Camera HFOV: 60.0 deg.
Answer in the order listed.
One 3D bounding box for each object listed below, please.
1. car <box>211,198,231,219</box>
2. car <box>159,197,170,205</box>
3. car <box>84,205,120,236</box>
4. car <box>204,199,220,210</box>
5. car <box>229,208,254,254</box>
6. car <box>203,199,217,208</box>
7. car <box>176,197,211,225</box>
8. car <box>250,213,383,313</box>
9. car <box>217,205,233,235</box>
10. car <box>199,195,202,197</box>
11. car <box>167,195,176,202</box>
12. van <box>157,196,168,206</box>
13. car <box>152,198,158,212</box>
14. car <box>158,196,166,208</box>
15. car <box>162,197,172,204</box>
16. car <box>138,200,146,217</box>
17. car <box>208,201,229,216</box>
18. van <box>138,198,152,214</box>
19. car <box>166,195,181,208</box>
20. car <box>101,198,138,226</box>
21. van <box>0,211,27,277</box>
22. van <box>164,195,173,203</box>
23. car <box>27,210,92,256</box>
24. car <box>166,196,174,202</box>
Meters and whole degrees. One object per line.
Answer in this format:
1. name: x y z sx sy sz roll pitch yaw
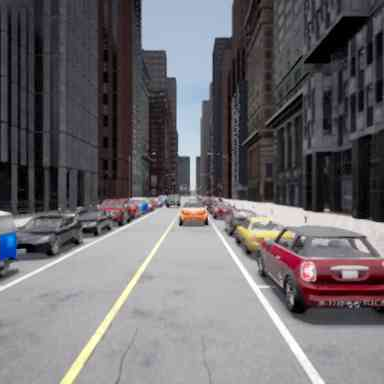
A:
1. car: 2.787 1.585 30.308 1.967 1.590 4.097 0 0 0
2. car: -5.703 1.860 69.592 1.752 1.417 4.829 0 0 0
3. car: -5.747 1.657 19.032 1.947 1.339 4.313 0 0 0
4. car: 2.802 1.771 47.217 1.887 1.381 4.507 0 0 0
5. car: 2.773 1.590 13.569 1.752 1.417 4.829 0 0 0
6. car: 2.807 1.819 52.853 1.947 1.339 4.313 0 0 0
7. car: 0.123 1.473 25.577 2.097 1.767 4.553 0 0 0
8. car: 2.767 1.478 7.764 1.967 1.590 4.097 0 0 0
9. car: 2.777 1.642 19.036 2.008 1.369 4.403 0 0 0
10. car: 2.817 1.748 64.125 1.967 1.590 4.097 0 0 0
11. car: -5.684 1.768 92.309 2.192 1.841 5.009 0 0 0
12. van: -5.709 1.649 64.126 1.690 1.788 3.998 0 0 0
13. car: -5.728 1.639 41.580 1.967 1.590 4.097 0 0 0
14. car: -5.718 1.693 52.853 1.967 1.590 4.097 0 0 0
15. car: -5.698 1.915 75.398 2.008 1.369 4.403 0 0 0
16. car: -5.738 1.690 30.306 1.887 1.381 4.507 0 0 0
17. car: 2.792 1.738 35.944 1.947 1.339 4.313 0 0 0
18. van: -5.733 1.513 35.943 1.690 1.788 3.998 0 0 0
19. car: -2.952 1.465 53.960 2.150 2.045 5.566 0 0 0
20. car: -5.743 1.433 24.670 2.192 1.841 5.009 0 0 0
21. van: -5.758 1.379 7.760 1.690 1.788 3.998 0 0 0
22. van: -5.694 1.735 81.036 1.690 1.788 3.998 0 0 0
23. car: -5.752 1.630 13.395 1.947 1.339 4.313 0 0 0
24. car: -5.689 1.863 86.672 1.967 1.590 4.097 0 0 0
